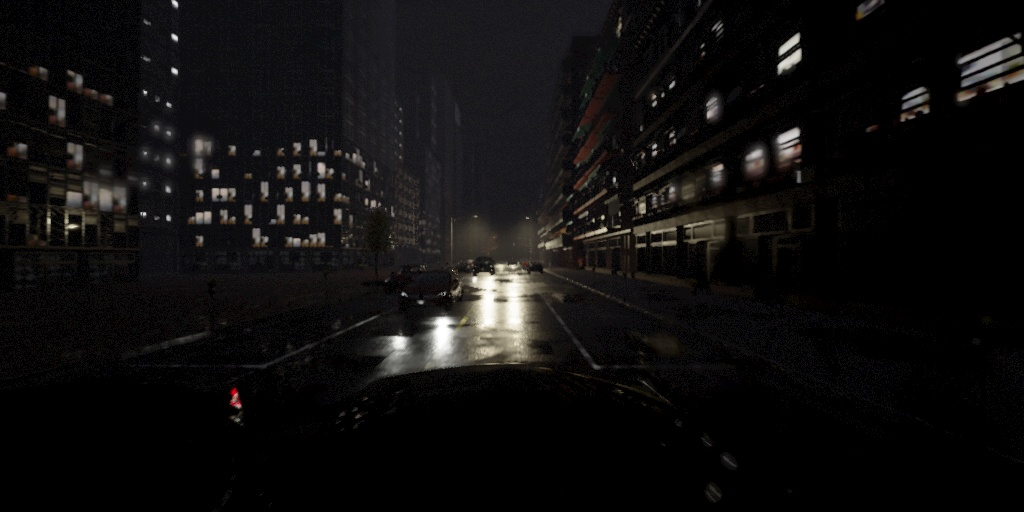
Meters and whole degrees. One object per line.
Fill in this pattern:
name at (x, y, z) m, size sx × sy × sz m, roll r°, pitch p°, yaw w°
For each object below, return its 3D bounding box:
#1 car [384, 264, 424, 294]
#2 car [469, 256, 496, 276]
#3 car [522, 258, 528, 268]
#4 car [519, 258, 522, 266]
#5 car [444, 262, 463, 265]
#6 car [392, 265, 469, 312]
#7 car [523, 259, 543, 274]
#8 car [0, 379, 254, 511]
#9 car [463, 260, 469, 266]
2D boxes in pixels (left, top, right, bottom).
car at (-5.673, 1.208, 20.101) m, size 1.967 × 1.591 × 4.097 m, roll 0°, pitch 0°, yaw 0°
car at (-2.965, 1.026, 39.009) m, size 2.150 × 2.045 × 5.566 m, roll 0°, pitch 0°, yaw 0°
car at (2.741, 1.372, 47.754) m, size 2.007 × 1.370 × 4.403 m, roll 0°, pitch 0°, yaw 0°
car at (2.760, 1.295, 64.351) m, size 1.967 × 1.591 × 4.097 m, roll 0°, pitch 0°, yaw 0°
car at (-5.660, 1.311, 30.997) m, size 1.751 × 1.417 × 4.829 m, roll 0°, pitch 0°, yaw 0°
car at (-3.073, 1.289, 14.470) m, size 1.812 × 1.442 × 4.674 m, roll 0°, pitch 0°, yaw 0°
car at (2.734, 1.362, 42.221) m, size 2.007 × 1.370 × 4.403 m, roll 0°, pitch 0°, yaw 0°
car at (-3.103, 1.311, 1.205) m, size 1.994 × 1.385 × 4.181 m, roll 0°, pitch 0°, yaw 0°
car at (-5.646, 1.355, 42.232) m, size 2.007 × 1.370 × 4.403 m, roll 0°, pitch 0°, yaw 0°
